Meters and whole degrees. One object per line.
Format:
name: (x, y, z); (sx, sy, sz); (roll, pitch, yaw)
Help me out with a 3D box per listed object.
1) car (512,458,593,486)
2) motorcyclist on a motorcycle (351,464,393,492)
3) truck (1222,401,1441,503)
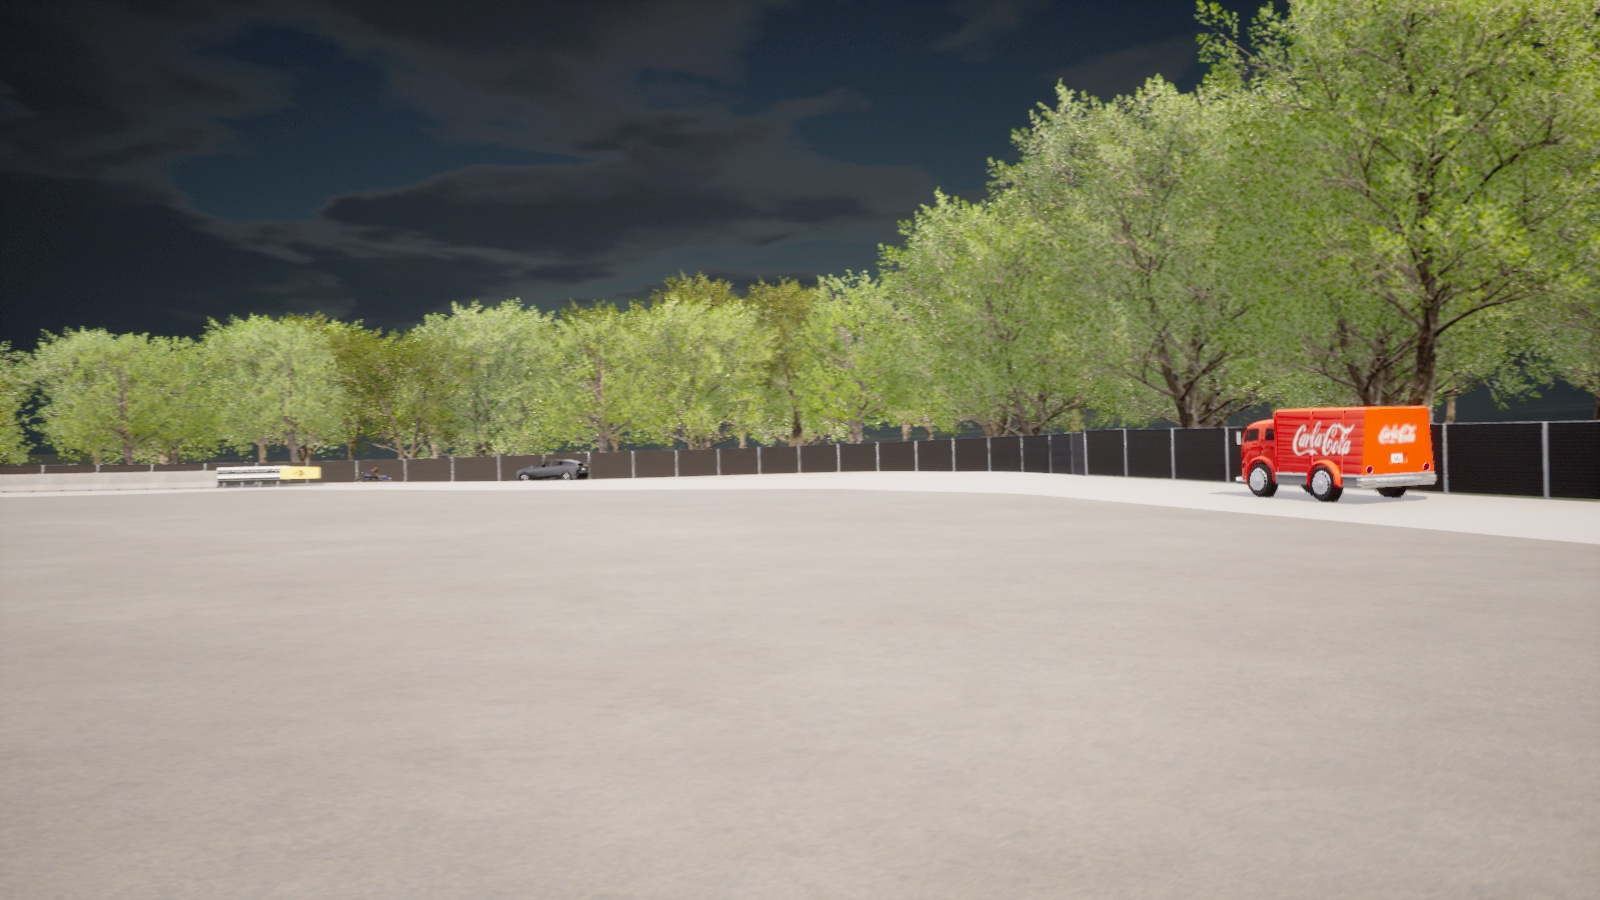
car: (-15.397, 1.356, 78.202); (4.514, 1.525, 2.007); (-2, 0, 16)
motorcyclist on a motorcycle: (-26.695, 1.766, 78.304); (2.350, 1.649, 0.766); (-2, -1, -9)
truck: (14.296, 0.014, 34.217); (2.627, 2.467, 5.204); (-3, 1, -19)
